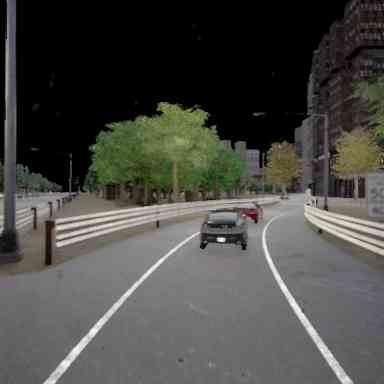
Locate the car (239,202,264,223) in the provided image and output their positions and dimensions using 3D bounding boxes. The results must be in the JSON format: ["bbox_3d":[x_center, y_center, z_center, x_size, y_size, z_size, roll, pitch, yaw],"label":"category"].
[{"bbox_3d":[4.403,1.510,25.851,1.882,1.535,5.008,0,0,18],"label":"car"}]

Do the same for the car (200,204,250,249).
[{"bbox_3d":[1.510,1.513,14.668,1.837,1.490,4.892,0,0,10],"label":"car"}]

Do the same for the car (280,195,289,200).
[{"bbox_3d":[25.405,1.527,91.534,2.033,1.411,5.357,0,0,6],"label":"car"}]
